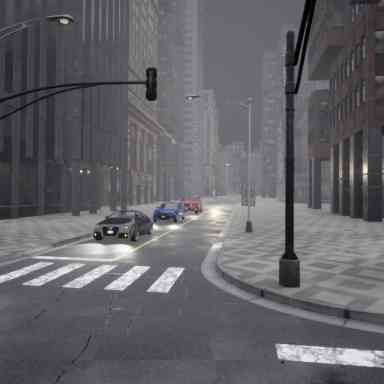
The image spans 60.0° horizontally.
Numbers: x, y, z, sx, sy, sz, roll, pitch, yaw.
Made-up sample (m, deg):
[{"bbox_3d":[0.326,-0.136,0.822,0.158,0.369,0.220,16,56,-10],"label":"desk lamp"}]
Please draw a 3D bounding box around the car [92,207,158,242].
[{"bbox_3d":[-3.372,1.632,16.964,1.994,1.385,4.181,0,0,9],"label":"car"}]

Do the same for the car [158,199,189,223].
[{"bbox_3d":[-1.781,1.581,27.254,1.882,1.535,5.008,0,0,8],"label":"car"}]

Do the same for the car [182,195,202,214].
[{"bbox_3d":[-0.139,1.361,37.812,2.150,2.045,5.566,0,0,9],"label":"car"}]
